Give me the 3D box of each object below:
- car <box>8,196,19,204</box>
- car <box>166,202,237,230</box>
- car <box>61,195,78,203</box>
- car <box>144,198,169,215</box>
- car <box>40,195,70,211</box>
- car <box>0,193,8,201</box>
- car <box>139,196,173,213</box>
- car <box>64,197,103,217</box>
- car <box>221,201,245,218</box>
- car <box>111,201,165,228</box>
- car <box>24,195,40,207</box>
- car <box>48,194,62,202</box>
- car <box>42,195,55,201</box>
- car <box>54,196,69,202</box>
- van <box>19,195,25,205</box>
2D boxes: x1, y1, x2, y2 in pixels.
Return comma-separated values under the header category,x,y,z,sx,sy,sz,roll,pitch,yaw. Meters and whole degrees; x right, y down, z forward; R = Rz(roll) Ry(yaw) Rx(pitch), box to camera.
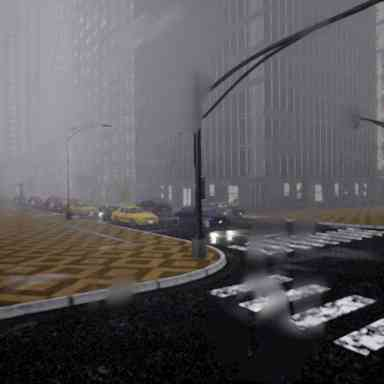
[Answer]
category,x,y,z,sx,sy,sz,roll,pitch,yaw
car,-33.205,1.497,63.663,2.008,1.369,4.403,-1,1,-36
car,0.504,1.561,21.042,1.994,1.385,4.181,-1,1,-36
car,-23.564,1.390,63.755,2.008,1.369,4.403,-1,1,-36
car,-3.948,1.413,32.297,1.882,1.535,5.008,-1,1,-36
car,-16.976,1.432,41.110,1.967,1.590,4.097,-1,1,-36
car,-46.189,1.453,81.704,1.887,1.381,4.507,-1,1,-36
car,-4.042,1.333,36.728,1.967,1.590,4.097,-1,1,-36
car,-10.433,1.536,31.919,1.752,1.417,4.829,-1,1,-36
car,2.510,1.460,27.748,2.008,1.369,4.403,-1,1,-36
car,-3.997,1.554,22.856,1.752,1.417,4.829,-1,1,-36
car,-23.468,1.414,50.131,1.967,1.590,4.097,-1,1,-36
car,-30.057,1.261,72.775,1.967,1.590,4.097,-1,1,-36
car,-33.401,1.336,77.424,1.752,1.417,4.829,-1,1,-36
car,-26.810,1.412,68.266,1.802,1.307,4.206,-1,1,-36
van,-26.715,1.306,54.640,1.690,1.788,3.998,-1,1,-36
